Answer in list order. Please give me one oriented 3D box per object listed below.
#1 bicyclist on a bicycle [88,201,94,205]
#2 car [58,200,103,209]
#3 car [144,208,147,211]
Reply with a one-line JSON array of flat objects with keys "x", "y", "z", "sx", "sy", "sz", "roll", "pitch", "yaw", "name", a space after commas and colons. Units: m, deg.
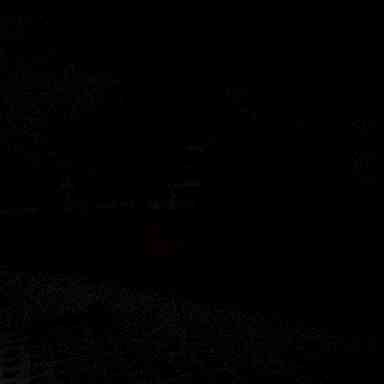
[{"x": -6.988, "y": 1.444, "z": 23.271, "sx": 1.656, "sy": 1.620, "sz": 0.582, "roll": -3, "pitch": -2, "yaw": 23, "name": "bicyclist on a bicycle"}, {"x": -10.228, "y": 1.734, "z": 30.514, "sx": 2.150, "sy": 2.045, "sz": 5.566, "roll": -3, "pitch": -2, "yaw": 24, "name": "car"}, {"x": -4.531, "y": 2.246, "z": 43.595, "sx": 2.128, "sy": 1.511, "sz": 4.902, "roll": -3, "pitch": -2, "yaw": 24, "name": "car"}]
